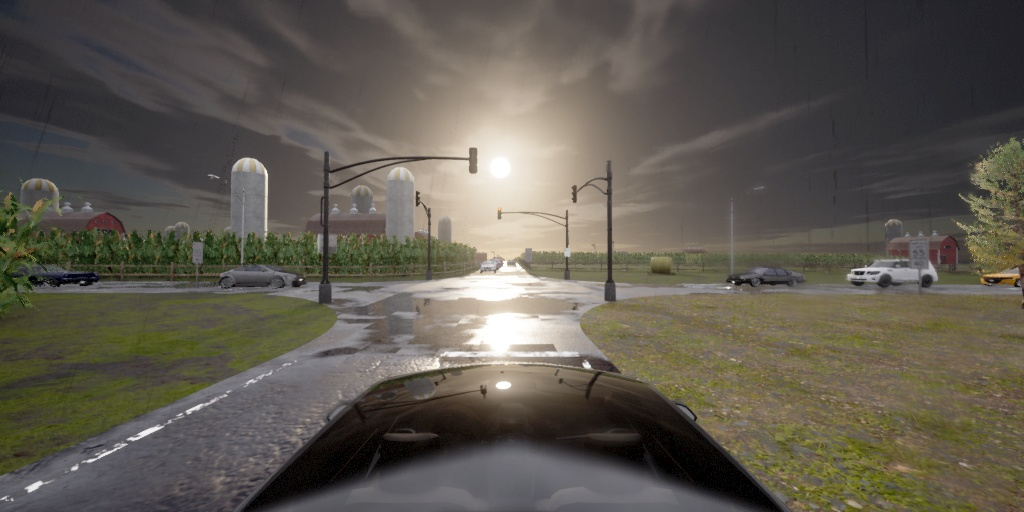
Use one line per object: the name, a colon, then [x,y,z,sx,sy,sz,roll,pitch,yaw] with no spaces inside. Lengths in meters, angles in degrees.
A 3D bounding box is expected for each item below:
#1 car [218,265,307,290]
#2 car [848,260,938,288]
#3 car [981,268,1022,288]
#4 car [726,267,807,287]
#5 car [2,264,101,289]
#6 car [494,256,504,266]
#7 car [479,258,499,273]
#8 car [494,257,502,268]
car: [-14.106,1.174,20.448,4.181,1.385,1.994,0,-1,-3]
car: [28.655,1.291,27.050,5.566,2.045,2.150,1,-1,-4]
car: [39.510,1.652,27.858,5.008,1.535,1.882,1,-1,-4]
car: [18.670,1.525,26.339,5.357,1.411,2.033,1,-1,-8]
car: [-25.999,1.114,19.755,4.718,1.301,1.895,0,-1,-3]
car: [-2.904,1.295,62.584,1.882,1.535,5.008,0,0,0]
car: [-2.827,1.312,43.405,1.812,1.442,4.674,0,0,-1]
car: [-2.883,1.325,52.563,1.812,1.442,4.674,0,0,0]
